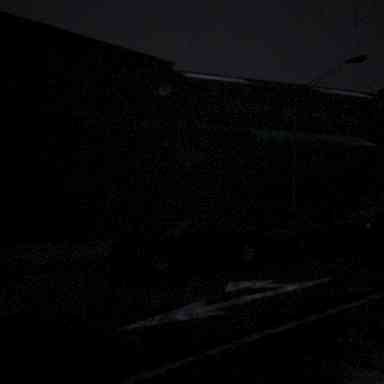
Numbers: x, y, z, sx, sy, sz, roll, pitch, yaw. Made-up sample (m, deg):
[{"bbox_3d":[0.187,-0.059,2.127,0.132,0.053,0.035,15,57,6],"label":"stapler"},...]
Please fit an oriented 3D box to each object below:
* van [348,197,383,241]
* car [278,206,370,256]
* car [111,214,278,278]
[{"bbox_3d":[9.252,1.245,16.222,4.442,1.987,1.878,0,0,-31],"label":"van"},{"bbox_3d":[4.623,1.505,13.326,4.792,1.488,2.163,0,0,-32],"label":"car"},{"bbox_3d":[0.032,1.477,10.310,5.008,1.535,2.097,0,0,-33],"label":"car"}]
